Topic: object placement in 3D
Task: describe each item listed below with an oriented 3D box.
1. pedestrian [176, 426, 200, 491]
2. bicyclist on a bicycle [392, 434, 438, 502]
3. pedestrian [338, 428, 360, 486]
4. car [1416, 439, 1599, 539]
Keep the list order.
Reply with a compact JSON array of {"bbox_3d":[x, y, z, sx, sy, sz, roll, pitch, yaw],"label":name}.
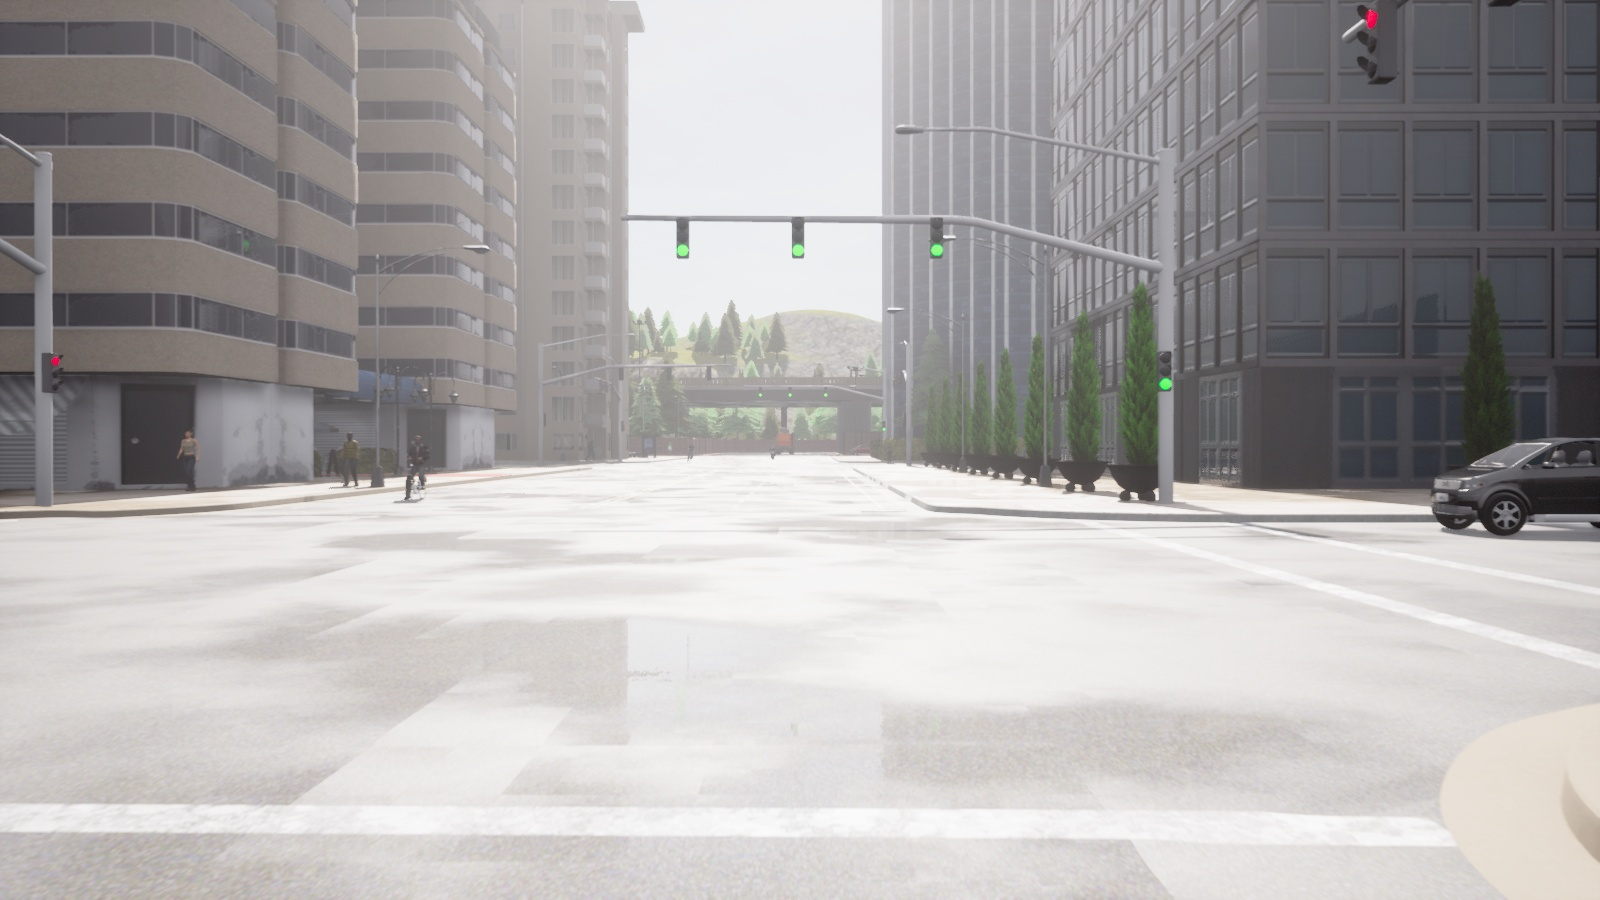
[{"bbox_3d":[-17.395,0.245,35.706,0.345,1.836,0.594,0,0,10],"label":"pedestrian"},{"bbox_3d":[-10.294,0.474,33.607,0.659,1.776,1.843,0,0,0],"label":"bicyclist on a bicycle"},{"bbox_3d":[-14.394,0.233,40.082,0.370,1.835,0.726,0,0,5],"label":"pedestrian"},{"bbox_3d":[12.266,0.598,20.335,3.705,1.549,1.789,0,0,1],"label":"car"}]
